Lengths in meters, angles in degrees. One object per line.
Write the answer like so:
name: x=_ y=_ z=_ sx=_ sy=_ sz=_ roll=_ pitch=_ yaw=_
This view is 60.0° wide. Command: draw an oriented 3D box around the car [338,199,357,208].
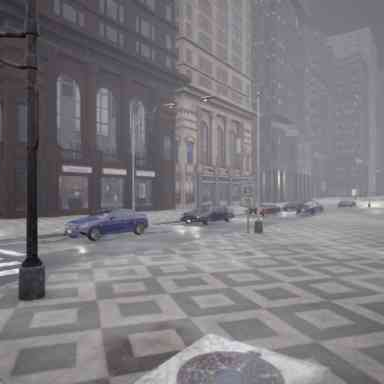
car: x=23.727 y=1.701 z=50.780 sx=2.033 sy=1.411 sz=5.357 roll=0 pitch=0 yaw=36

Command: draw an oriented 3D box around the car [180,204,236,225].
car: x=1.342 y=1.616 z=25.035 sx=2.033 sy=1.411 sz=5.357 roll=0 pitch=0 yaw=36

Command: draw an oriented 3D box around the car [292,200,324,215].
car: x=12.424 y=1.630 z=35.008 sx=1.812 sy=1.442 sz=4.674 roll=0 pitch=0 yaw=36

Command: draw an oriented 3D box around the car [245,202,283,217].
car: x=7.036 y=1.697 z=32.971 sx=1.895 sy=1.301 sz=4.718 roll=0 pitch=0 yaw=36

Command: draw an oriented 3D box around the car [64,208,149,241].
car: x=-4.252 y=1.565 z=17.221 sx=1.812 sy=1.442 sz=4.674 roll=0 pitch=0 yaw=37

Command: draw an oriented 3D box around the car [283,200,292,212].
car: x=12.935 y=1.671 z=41.131 sx=2.033 sy=1.411 sz=5.357 roll=0 pitch=0 yaw=36
